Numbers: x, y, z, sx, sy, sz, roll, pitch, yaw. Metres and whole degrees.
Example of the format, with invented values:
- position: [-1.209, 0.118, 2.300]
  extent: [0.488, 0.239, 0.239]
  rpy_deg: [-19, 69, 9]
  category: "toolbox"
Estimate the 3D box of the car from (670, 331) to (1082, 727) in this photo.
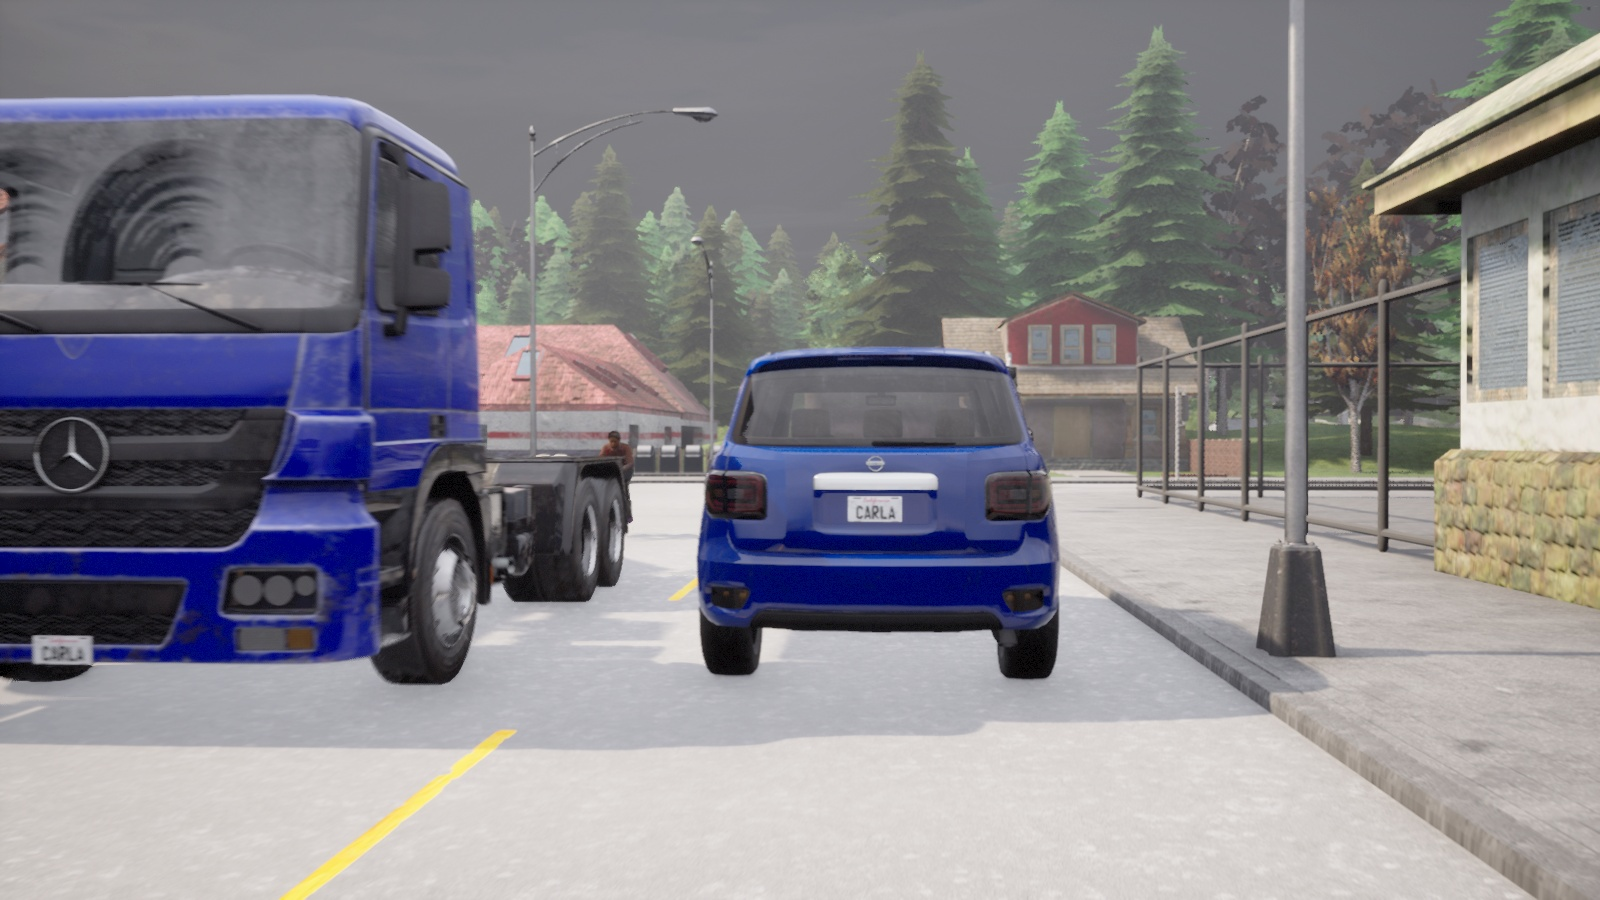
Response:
- position: [0.587, 0.380, 9.338]
  extent: [2.150, 2.045, 5.566]
  rpy_deg: [0, 1, 4]
  category: "car"

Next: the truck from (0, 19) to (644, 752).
- position: [-3.381, -0.328, 9.977]
  extent: [2.891, 3.462, 7.936]
  rpy_deg: [0, 0, 3]
  category: "truck"
